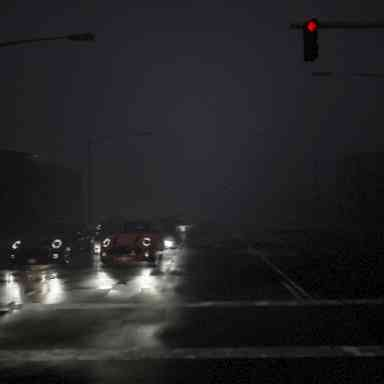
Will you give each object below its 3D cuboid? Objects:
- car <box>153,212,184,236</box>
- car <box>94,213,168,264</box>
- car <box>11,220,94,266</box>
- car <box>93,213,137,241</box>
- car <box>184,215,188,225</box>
[{"bbox_3d":[-2.105,2.606,26.016,2.128,1.511,4.902,-1,-2,2],"label":"car"},{"bbox_3d":[-2.477,2.024,14.782,2.097,1.767,4.553,-1,-2,2],"label":"car"},{"bbox_3d":[-5.976,2.112,14.813,2.097,1.767,4.553,-1,-2,2],"label":"car"},{"bbox_3d":[-5.645,2.515,25.039,2.097,1.767,4.553,-2,-2,2],"label":"car"},{"bbox_3d":[-1.614,3.185,39.859,1.812,1.442,4.674,-2,-3,2],"label":"car"}]
